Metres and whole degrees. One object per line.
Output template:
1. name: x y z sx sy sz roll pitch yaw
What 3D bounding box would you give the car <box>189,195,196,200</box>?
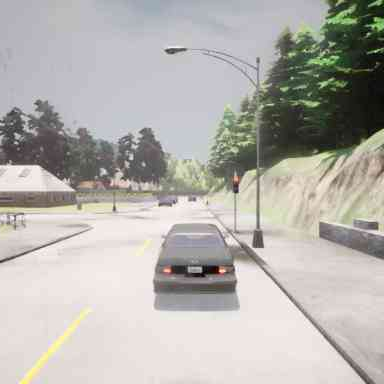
1. car: 0.120 1.408 86.044 1.812 1.442 4.674 0 0 0

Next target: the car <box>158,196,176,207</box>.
1. car: -4.024 1.564 51.053 1.994 1.385 4.181 0 0 0

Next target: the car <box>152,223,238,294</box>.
1. car: 0.071 1.547 8.931 2.033 1.411 5.357 0 0 0

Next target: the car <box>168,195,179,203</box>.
1. car: -3.900 1.525 71.148 2.128 1.511 4.902 0 0 0

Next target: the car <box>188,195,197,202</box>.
1. car: 0.106 1.516 75.684 2.128 1.511 4.902 0 0 0

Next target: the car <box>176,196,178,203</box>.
1. car: -3.980 1.478 61.056 1.882 1.535 5.008 0 0 1
